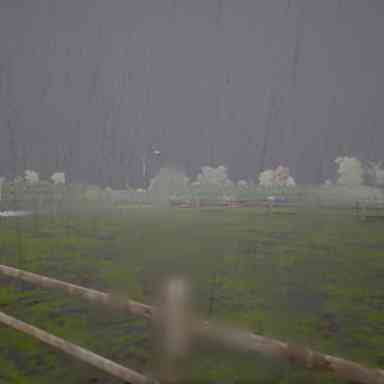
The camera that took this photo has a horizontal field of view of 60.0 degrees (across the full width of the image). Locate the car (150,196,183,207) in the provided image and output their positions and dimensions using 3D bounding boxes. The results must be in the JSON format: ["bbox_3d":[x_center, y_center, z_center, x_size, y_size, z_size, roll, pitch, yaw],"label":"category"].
[{"bbox_3d":[-3.541,1.292,46.539,4.902,1.511,2.128,0,1,-40],"label":"car"}]

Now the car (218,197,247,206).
[{"bbox_3d":[6.220,1.470,50.812,4.718,1.301,1.895,0,1,-38],"label":"car"}]

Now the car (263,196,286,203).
[{"bbox_3d":[14.100,1.428,56.887,4.674,1.442,1.812,0,1,-36],"label":"car"}]
